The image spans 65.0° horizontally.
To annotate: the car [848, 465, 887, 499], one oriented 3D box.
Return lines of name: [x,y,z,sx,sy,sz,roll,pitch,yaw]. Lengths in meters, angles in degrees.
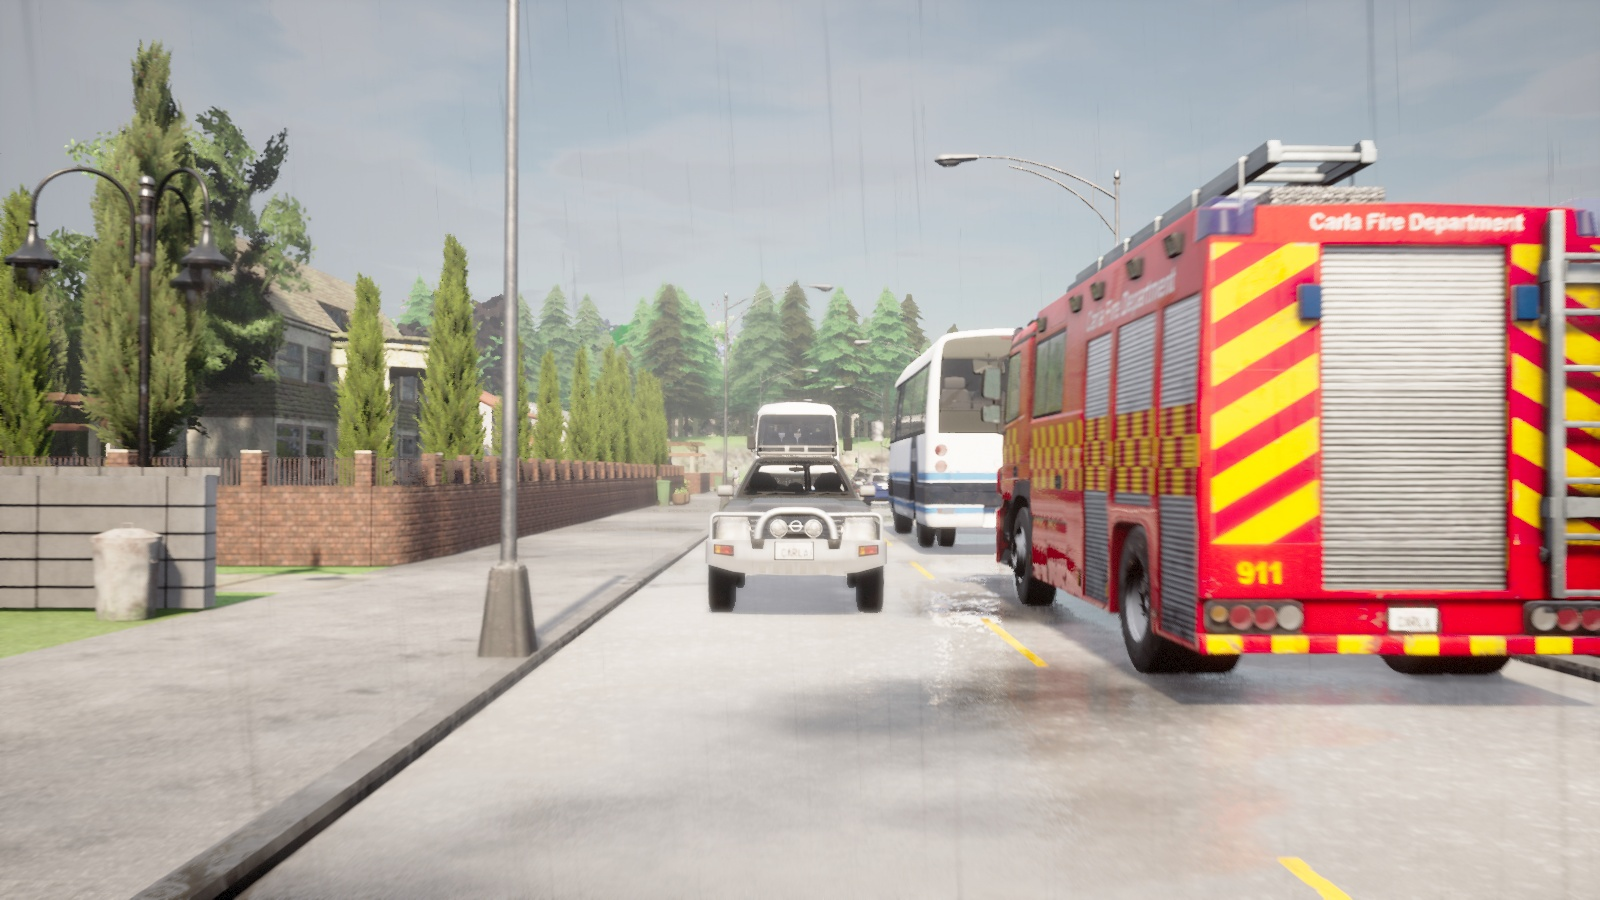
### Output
car: [3.831,1.817,71.765,1.932,1.855,4.605,0,-1,0]

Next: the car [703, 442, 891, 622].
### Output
car: [-0.037,0.888,15.314,1.932,1.855,4.605,0,-1,0]

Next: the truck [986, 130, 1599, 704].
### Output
truck: [3.966,-0.155,12.628,2.891,3.827,8.468,0,-1,0]

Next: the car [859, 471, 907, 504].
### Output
car: [3.862,1.748,58.717,1.970,1.475,3.806,0,-1,0]

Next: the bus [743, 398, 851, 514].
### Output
bus: [-0.127,0.296,51.213,3.944,4.253,10.273,0,-1,0]

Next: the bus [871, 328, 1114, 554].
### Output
bus: [3.928,-0.095,28.831,3.944,4.253,10.273,0,-1,0]
